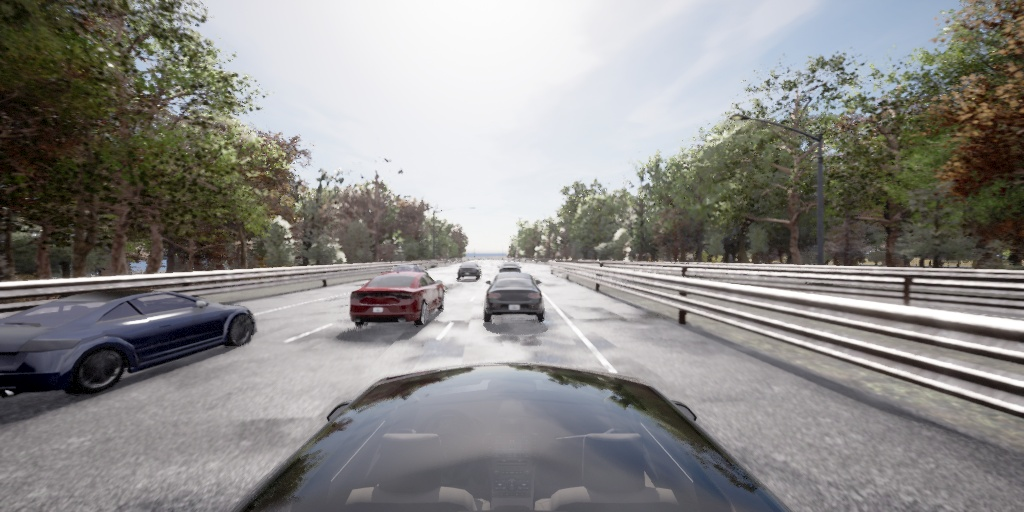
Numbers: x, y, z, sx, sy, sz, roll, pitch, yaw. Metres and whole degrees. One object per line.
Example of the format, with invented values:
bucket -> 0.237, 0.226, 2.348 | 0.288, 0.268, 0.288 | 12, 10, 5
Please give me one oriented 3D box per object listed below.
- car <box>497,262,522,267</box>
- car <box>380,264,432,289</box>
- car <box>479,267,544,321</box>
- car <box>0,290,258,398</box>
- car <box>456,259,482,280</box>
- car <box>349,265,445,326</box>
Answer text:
car -> -0.183, 1.256, 30.547 | 1.837, 1.490, 4.892 | 0, 0, -1
car -> -7.080, 1.299, 24.604 | 2.033, 1.411, 5.357 | 0, 0, -1
car -> 0.053, 1.273, 12.338 | 1.812, 1.442, 4.674 | 0, 0, 0
car -> -6.919, 1.314, 6.625 | 1.994, 1.385, 4.181 | 0, 0, 0
car -> -3.705, 1.279, 31.644 | 1.812, 1.442, 4.674 | 0, 0, -1
car -> -3.442, 1.226, 11.649 | 1.882, 1.535, 5.008 | 0, 0, 0
